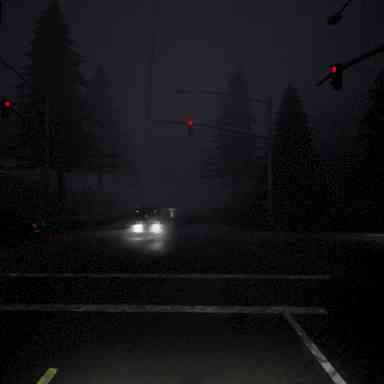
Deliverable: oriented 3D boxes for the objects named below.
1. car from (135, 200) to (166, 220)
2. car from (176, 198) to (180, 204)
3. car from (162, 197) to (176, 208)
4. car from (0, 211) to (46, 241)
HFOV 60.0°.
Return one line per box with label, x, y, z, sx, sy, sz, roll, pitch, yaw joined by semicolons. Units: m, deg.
car;-3.634;1.601;28.594;1.895;1.301;4.718;0;0;0
car;-4.071;1.564;61.705;1.994;1.385;4.181;0;0;-39
car;-3.639;1.525;47.707;1.812;1.442;4.674;0;0;-2
car;-9.670;1.587;15.850;4.718;1.301;1.895;0;0;-5
